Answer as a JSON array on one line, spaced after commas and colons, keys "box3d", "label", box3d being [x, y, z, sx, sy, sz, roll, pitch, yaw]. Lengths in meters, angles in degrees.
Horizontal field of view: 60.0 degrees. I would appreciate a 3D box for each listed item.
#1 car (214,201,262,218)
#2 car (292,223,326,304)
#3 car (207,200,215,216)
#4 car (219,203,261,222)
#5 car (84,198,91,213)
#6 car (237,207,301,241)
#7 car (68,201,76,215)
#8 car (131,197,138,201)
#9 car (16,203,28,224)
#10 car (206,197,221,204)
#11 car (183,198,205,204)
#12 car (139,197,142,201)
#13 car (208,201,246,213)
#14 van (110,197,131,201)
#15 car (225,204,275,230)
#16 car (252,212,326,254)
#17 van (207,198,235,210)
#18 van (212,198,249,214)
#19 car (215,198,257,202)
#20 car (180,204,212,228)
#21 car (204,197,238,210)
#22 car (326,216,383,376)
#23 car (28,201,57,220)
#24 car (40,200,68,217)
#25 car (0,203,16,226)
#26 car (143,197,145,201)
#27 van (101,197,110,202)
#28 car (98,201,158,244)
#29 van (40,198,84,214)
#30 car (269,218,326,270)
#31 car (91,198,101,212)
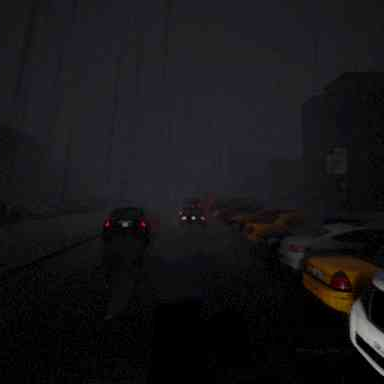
[{"box3d": [4.711, 1.799, 28.408, 5.008, 1.535, 2.097, 0, -1, 0], "label": "car"}, {"box3d": [4.896, 1.495, 6.188, 5.366, 1.575, 1.946, 0, 0, 0], "label": "car"}, {"box3d": [4.533, 1.881, 33.842, 5.366, 1.575, 1.946, 0, -1, 0], "label": "car"}, {"box3d": [4.745, 1.783, 25.627, 4.792, 1.488, 2.163, 0, -1, 0], "label": "car"}, {"box3d": [-15.826, 1.877, 42.257, 4.553, 1.767, 2.185, 0, -1, 0], "label": "car"}, {"box3d": [4.898, 1.574, 14.390, 5.366, 1.575, 1.946, 0, -1, 0], "label": "car"}, {"box3d": [-15.783, 1.969, 36.739, 4.674, 1.452, 2.002, 0, -1, 0], "label": "car"}, {"box3d": [-15.821, 2.072, 75.349, 5.566, 2.045, 2.435, 0, 0, 0], "label": "car"}, {"box3d": [-15.737, 1.636, 25.710, 4.553, 1.767, 2.185, 0, -1, 0], "label": "car"}, {"box3d": [4.689, 1.673, 36.629, 5.566, 2.045, 2.435, 0, -1, 0], "label": "car"}, {"box3d": [0.116, 1.723, 40.721, 2.150, 2.045, 5.566, 0, -1, 0], "label": "car"}, {"box3d": [-15.868, 2.423, 83.617, 5.008, 1.535, 2.097, 0, -1, 0], "label": "car"}, {"box3d": [4.723, 2.037, 44.960, 4.892, 1.521, 2.231, 0, -1, 0], "label": "car"}, {"box3d": [-15.723, 2.049, 69.837, 4.442, 1.987, 1.878, 0, 0, 0], "label": "van"}, {"box3d": [4.719, 1.661, 19.945, 5.008, 1.535, 2.097, 0, -1, 0], "label": "car"}, {"box3d": [4.715, 1.582, 11.619, 4.674, 1.452, 2.002, 0, -1, 0], "label": "car"}, {"box3d": [4.637, 1.906, 53.423, 4.442, 1.987, 1.878, 0, -1, 0], "label": "van"}, {"box3d": [4.844, 1.775, 42.181, 4.442, 1.987, 1.878, 0, -1, 0], "label": "van"}, {"box3d": [4.749, 1.717, 31.188, 4.553, 1.767, 2.185, 0, -1, 0], "label": "car"}, {"box3d": [0.106, 1.798, 24.212, 2.033, 1.411, 5.357, 0, -1, 0], "label": "car"}, {"box3d": [4.791, 1.908, 56.199, 5.566, 2.045, 2.435, 0, -1, 0], "label": "car"}, {"box3d": [4.681, 1.234, 3.410, 5.566, 2.045, 2.435, 0, 0, 0], "label": "car"}, {"box3d": [-15.962, 1.845, 31.223, 5.366, 1.575, 1.946, 0, -1, 0], "label": "car"}, {"box3d": [-15.967, 1.886, 33.983, 5.366, 1.575, 1.946, 0, -1, 0], "label": "car"}, {"box3d": [-15.735, 1.467, 22.955, 5.566, 2.045, 2.435, 0, -1, 0], "label": "car"}, {"box3d": [-15.878, 2.509, 89.127, 4.892, 1.521, 2.231, 0, -1, 0], "label": "car"}, {"box3d": [-15.930, 1.905, 53.293, 4.442, 1.987, 1.878, 0, -1, 0], "label": "van"}, {"box3d": [-2.896, 1.479, 16.549, 2.097, 1.767, 4.553, 0, -1, 0], "label": "car"}, {"box3d": [-15.674, 1.740, 39.501, 4.442, 1.987, 1.878, 0, -1, 0], "label": "van"}, {"box3d": [4.709, 1.557, 8.961, 4.674, 1.452, 2.002, 0, -1, 0], "label": "car"}, {"box3d": [-15.771, 1.786, 45.018, 5.566, 2.045, 2.435, 0, -1, 0], "label": "car"}]
